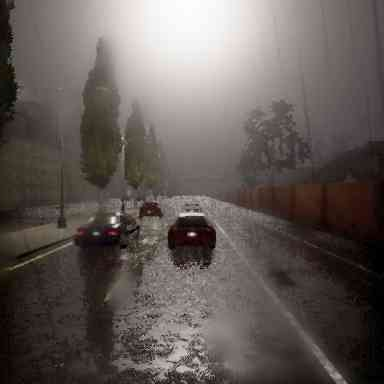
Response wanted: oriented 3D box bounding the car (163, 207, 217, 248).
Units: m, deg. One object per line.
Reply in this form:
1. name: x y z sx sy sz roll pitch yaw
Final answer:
1. car: 0.000 1.579 14.650 1.994 1.385 4.181 0 0 0

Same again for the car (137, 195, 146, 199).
1. car: -11.500 1.420 76.088 1.994 1.385 4.181 0 0 0

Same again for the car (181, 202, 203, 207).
1. car: 0.000 1.582 29.650 2.033 1.411 5.357 0 0 0

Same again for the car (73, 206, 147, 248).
1. car: -3.500 1.573 14.650 2.033 1.411 5.357 0 0 0

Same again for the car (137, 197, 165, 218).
1. car: -3.500 1.497 29.650 1.882 1.535 5.008 0 0 0

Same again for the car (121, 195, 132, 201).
1. car: -15.000 1.420 76.088 1.994 1.385 4.181 0 0 0
